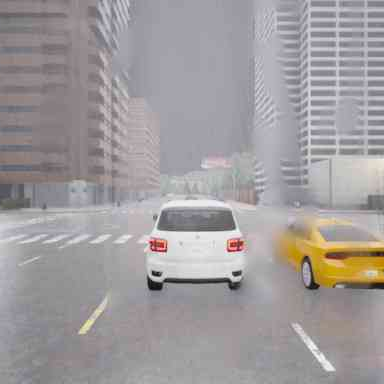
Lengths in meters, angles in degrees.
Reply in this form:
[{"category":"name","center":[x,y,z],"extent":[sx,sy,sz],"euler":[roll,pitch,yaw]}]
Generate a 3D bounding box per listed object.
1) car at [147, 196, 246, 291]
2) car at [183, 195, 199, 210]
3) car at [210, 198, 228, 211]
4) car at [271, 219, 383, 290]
[{"category":"car","center":[0.065,1.221,9.180],"extent":[2.150,2.045,5.566],"euler":[0,0,-1]},{"category":"car","center":[-0.119,1.352,44.087],"extent":[2.097,1.767,4.553],"euler":[0,0,0]},{"category":"car","center":[3.395,1.526,42.125],"extent":[1.812,1.442,4.674],"euler":[0,0,-1]},{"category":"car","center":[3.576,1.478,9.133],"extent":[1.882,1.535,5.008],"euler":[0,0,0]}]
